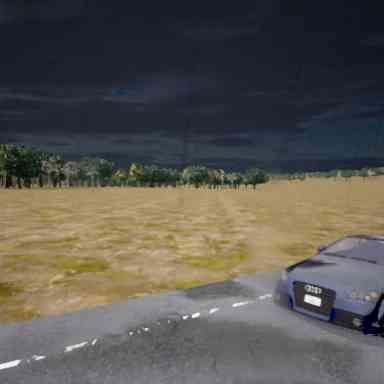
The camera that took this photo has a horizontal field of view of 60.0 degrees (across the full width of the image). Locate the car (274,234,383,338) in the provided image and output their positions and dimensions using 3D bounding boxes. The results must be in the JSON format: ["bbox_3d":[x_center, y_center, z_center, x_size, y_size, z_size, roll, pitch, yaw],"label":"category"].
[{"bbox_3d":[3.573,1.571,6.550,4.181,1.385,1.994,0,0,-36],"label":"car"}]
